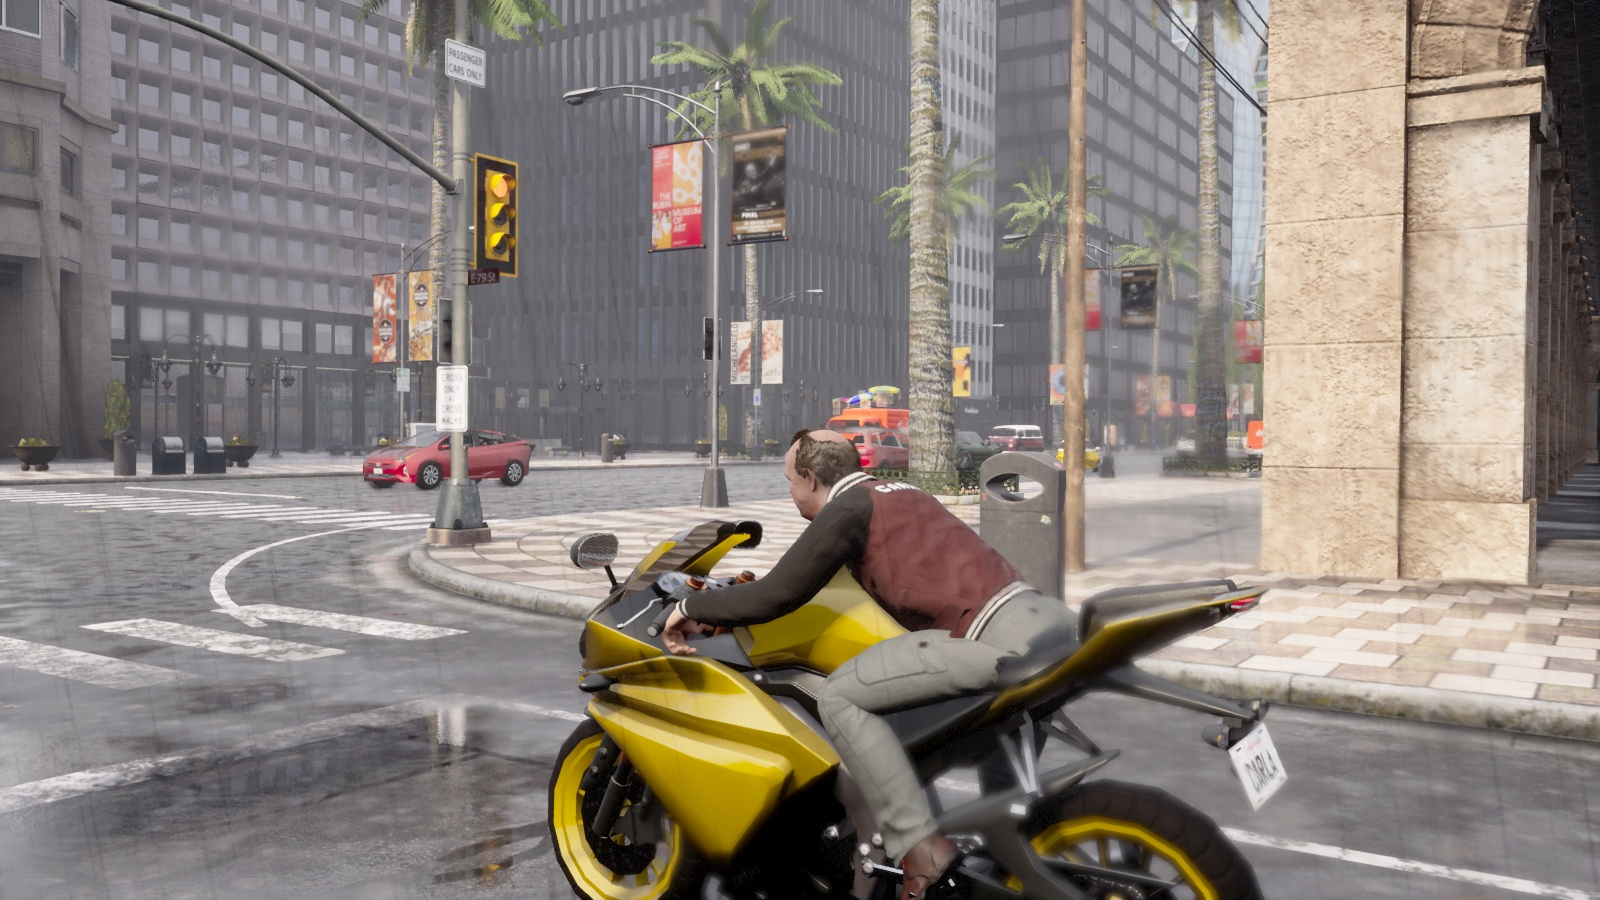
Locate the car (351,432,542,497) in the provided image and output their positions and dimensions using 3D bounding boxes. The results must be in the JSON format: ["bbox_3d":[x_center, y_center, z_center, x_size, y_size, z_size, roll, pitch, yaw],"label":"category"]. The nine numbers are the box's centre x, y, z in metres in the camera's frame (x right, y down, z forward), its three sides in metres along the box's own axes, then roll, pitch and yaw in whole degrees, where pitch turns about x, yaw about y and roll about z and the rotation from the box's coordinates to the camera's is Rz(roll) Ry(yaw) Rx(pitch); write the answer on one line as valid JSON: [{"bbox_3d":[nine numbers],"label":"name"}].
[{"bbox_3d":[-8.995,0.318,32.343,2.007,1.525,4.514,0,1,33],"label":"car"}]

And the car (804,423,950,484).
[{"bbox_3d":[2.322,0.053,36.773,2.242,1.667,4.611,0,1,33],"label":"car"}]

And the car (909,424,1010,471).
[{"bbox_3d":[6.281,-0.137,49.093,2.097,1.767,4.553,0,1,34],"label":"car"}]

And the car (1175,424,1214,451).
[{"bbox_3d":[28.147,-0.929,89.543,1.932,1.855,4.605,0,1,26],"label":"car"}]

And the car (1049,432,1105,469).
[{"bbox_3d":[11.027,0.005,49.925,1.481,1.376,2.207,0,1,33],"label":"car"}]

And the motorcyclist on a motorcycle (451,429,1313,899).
[{"bbox_3d":[0.146,0.718,3.421,2.191,1.530,0.866,0,1,33],"label":"motorcyclist on a motorcycle"}]

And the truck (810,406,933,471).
[{"bbox_3d":[2.940,-0.470,50.398,2.627,2.467,5.204,0,1,34],"label":"truck"}]

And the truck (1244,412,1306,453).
[{"bbox_3d":[30.056,-1.112,79.377,2.627,2.467,5.204,0,1,33],"label":"truck"}]

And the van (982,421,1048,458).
[{"bbox_3d":[12.181,-0.625,71.023,2.069,2.038,4.480,0,1,33],"label":"van"}]
